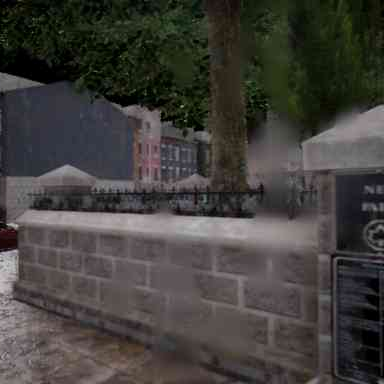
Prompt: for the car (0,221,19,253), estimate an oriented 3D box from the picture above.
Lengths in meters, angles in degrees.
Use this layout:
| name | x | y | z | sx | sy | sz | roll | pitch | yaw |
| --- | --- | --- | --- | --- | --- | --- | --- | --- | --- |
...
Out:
| name | x | y | z | sx | sy | sz | roll | pitch | yaw |
| --- | --- | --- | --- | --- | --- | --- | --- | --- | --- |
| car | -7.346 | 1.595 | 11.388 | 1.812 | 1.442 | 4.674 | -2 | 0 | 17 |
